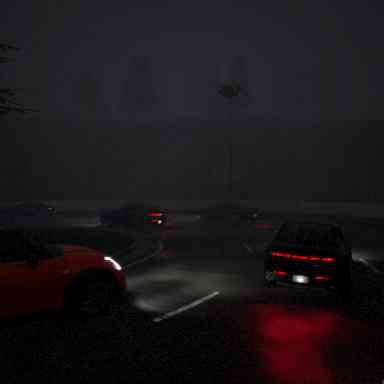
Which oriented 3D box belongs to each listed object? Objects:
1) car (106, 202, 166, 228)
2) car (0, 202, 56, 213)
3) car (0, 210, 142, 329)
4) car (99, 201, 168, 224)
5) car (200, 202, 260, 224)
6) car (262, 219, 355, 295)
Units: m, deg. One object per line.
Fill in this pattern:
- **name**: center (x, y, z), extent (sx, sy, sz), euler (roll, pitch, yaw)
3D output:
- **car**: center (-3.836, 1.532, 21.355), extent (4.892, 1.490, 1.837), euler (0, -2, 38)
- **car**: center (-14.399, 1.597, 29.021), extent (4.674, 1.442, 1.812), euler (0, -1, -15)
- **car**: center (-3.460, 1.372, 5.792), extent (4.553, 1.767, 2.097), euler (-1, 0, -38)
- **car**: center (-4.543, 1.510, 25.630), extent (5.008, 1.535, 1.882), euler (0, -1, 24)
- **car**: center (2.723, 1.482, 24.826), extent (1.882, 1.535, 5.008), euler (1, -1, -41)
- **car**: center (3.184, 1.499, 8.890), extent (1.837, 1.490, 4.892), euler (2, 1, 24)
